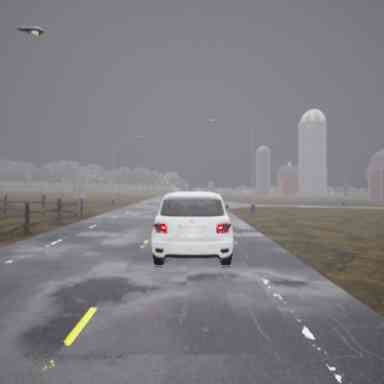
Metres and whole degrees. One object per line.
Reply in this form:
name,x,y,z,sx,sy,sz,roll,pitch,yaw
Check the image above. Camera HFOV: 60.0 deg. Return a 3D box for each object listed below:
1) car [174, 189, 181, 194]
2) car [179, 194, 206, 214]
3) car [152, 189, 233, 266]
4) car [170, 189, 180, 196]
car,-3.890,-0.153,90.989,1.882,1.535,5.008,0,1,0
car,0.125,0.933,28.754,2.033,1.411,5.357,0,1,3
car,0.037,0.982,10.730,2.150,2.045,5.566,0,1,1
car,-3.822,0.073,75.157,1.882,1.535,5.008,0,1,0
